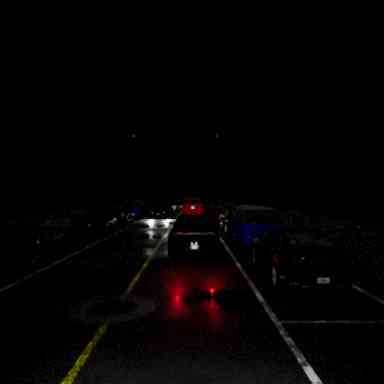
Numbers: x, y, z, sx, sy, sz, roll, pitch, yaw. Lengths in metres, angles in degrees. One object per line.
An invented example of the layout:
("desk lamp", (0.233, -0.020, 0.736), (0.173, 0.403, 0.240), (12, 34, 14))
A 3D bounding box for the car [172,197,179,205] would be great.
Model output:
("car", (-3.049, 2.241, 74.131), (1.812, 1.442, 4.674), (0, -1, 0))

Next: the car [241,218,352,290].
("car", (2.756, 1.641, 9.152), (2.008, 1.369, 4.403), (0, -1, 0))

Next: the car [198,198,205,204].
("car", (2.698, 2.436, 93.692), (1.967, 1.590, 4.097), (0, -1, 0))

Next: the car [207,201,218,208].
("car", (2.740, 1.869, 31.696), (2.008, 1.369, 4.403), (0, -1, 0))

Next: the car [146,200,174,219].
("car", (-3.118, 1.835, 32.867), (1.837, 1.490, 4.892), (0, -1, 0))

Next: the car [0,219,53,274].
("car", (-5.769, 1.656, 9.129), (1.947, 1.339, 4.313), (0, -1, 0))

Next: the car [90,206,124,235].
("car", (-5.777, 1.768, 20.402), (1.947, 1.339, 4.313), (0, -1, 0))

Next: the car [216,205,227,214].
("car", (2.748, 1.753, 20.424), (2.008, 1.369, 4.403), (0, -1, 0))

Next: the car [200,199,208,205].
("car", (2.709, 2.332, 76.954), (1.752, 1.417, 4.829), (0, -1, 0))

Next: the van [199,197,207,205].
("van", (2.705, 2.209, 82.421), (1.690, 1.788, 3.998), (0, -1, 0))

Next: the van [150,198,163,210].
("van", (-5.800, 1.897, 54.221), (1.690, 1.788, 3.998), (0, -1, 0))

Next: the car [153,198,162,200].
("car", (-5.797, 1.811, 48.585), (2.192, 1.841, 5.009), (0, -1, 0))

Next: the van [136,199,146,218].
("van", (-5.785, 1.659, 31.677), (1.690, 1.788, 3.998), (0, -1, 0))

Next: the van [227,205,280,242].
("van", (2.752, 1.487, 14.790), (1.690, 1.788, 3.998), (0, -1, 0))

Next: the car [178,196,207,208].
("car", (0.078, 1.547, 32.457), (2.150, 2.045, 5.566), (0, -1, 0))

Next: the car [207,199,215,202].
("car", (2.733, 1.980, 42.968), (1.887, 1.381, 4.507), (0, -1, 0))

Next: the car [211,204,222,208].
("car", (2.744, 1.841, 26.060), (1.802, 1.307, 4.206), (0, -1, 0))

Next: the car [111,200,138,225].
("car", (-5.781, 1.700, 26.040), (1.967, 1.590, 4.097), (0, -1, 0))

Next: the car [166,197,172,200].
("car", (-5.811, 2.286, 71.128), (1.887, 1.381, 4.507), (0, -1, 0))

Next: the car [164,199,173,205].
("car", (-5.819, 2.435, 82.401), (1.947, 1.339, 4.313), (0, -1, 0))

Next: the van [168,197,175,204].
("van", (-5.827, 2.338, 93.676), (1.690, 1.788, 3.998), (0, -1, 0))

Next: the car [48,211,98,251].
("car", (-5.773, 1.728, 14.766), (1.802, 1.307, 4.206), (0, -1, 0))

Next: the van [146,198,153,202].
("van", (-5.789, 1.718, 37.313), (1.690, 1.788, 3.998), (0, -1, 0))

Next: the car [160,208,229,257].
("car", (0.084, 1.626, 13.478), (2.128, 1.511, 4.902), (0, 0, 0))
